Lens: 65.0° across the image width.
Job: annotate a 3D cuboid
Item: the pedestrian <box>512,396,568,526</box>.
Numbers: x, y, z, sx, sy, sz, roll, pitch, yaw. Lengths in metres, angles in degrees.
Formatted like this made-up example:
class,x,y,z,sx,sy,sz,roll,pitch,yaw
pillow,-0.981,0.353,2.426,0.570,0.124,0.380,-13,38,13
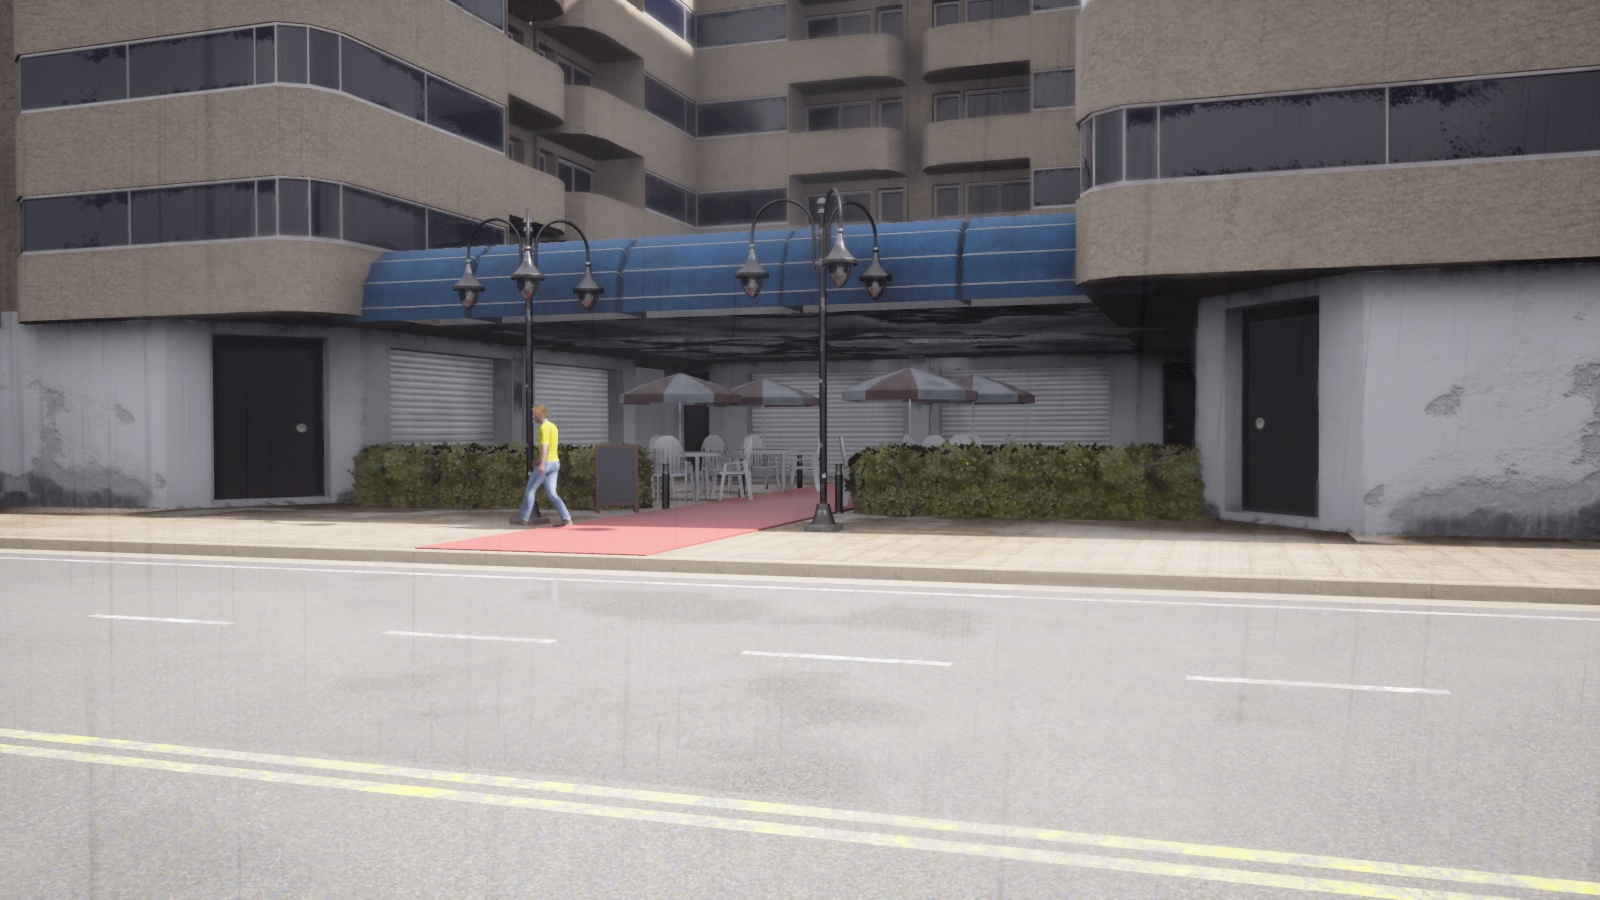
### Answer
class,x,y,z,sx,sy,sz,roll,pitch,yaw
pedestrian,-3.735,0.152,18.080,0.706,1.836,0.354,0,1,10
